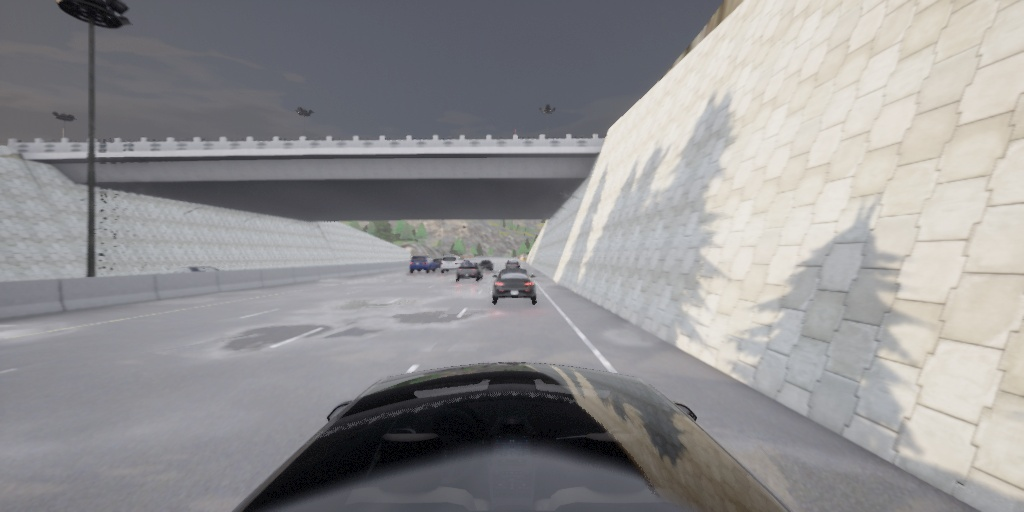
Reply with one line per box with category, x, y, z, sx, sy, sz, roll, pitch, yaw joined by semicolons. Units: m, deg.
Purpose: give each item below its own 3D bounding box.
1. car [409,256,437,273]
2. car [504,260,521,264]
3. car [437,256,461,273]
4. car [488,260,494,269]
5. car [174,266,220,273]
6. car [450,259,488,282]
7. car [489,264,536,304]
car;-10.507;0.973;42.534;2.150;2.045;5.566;0;0;0
car;0.092;1.246;43.020;2.128;1.511;4.902;0;0;0
car;-7.007;0.974;42.535;2.150;2.045;5.566;0;0;0
car;-3.455;1.261;48.752;1.837;1.490;4.892;0;1;0
car;-21.072;1.348;23.604;1.895;1.301;4.718;0;0;0
car;-3.406;1.244;29.422;2.128;1.511;4.902;0;0;0
car;0.096;1.277;16.388;1.812;1.442;4.674;0;0;0
